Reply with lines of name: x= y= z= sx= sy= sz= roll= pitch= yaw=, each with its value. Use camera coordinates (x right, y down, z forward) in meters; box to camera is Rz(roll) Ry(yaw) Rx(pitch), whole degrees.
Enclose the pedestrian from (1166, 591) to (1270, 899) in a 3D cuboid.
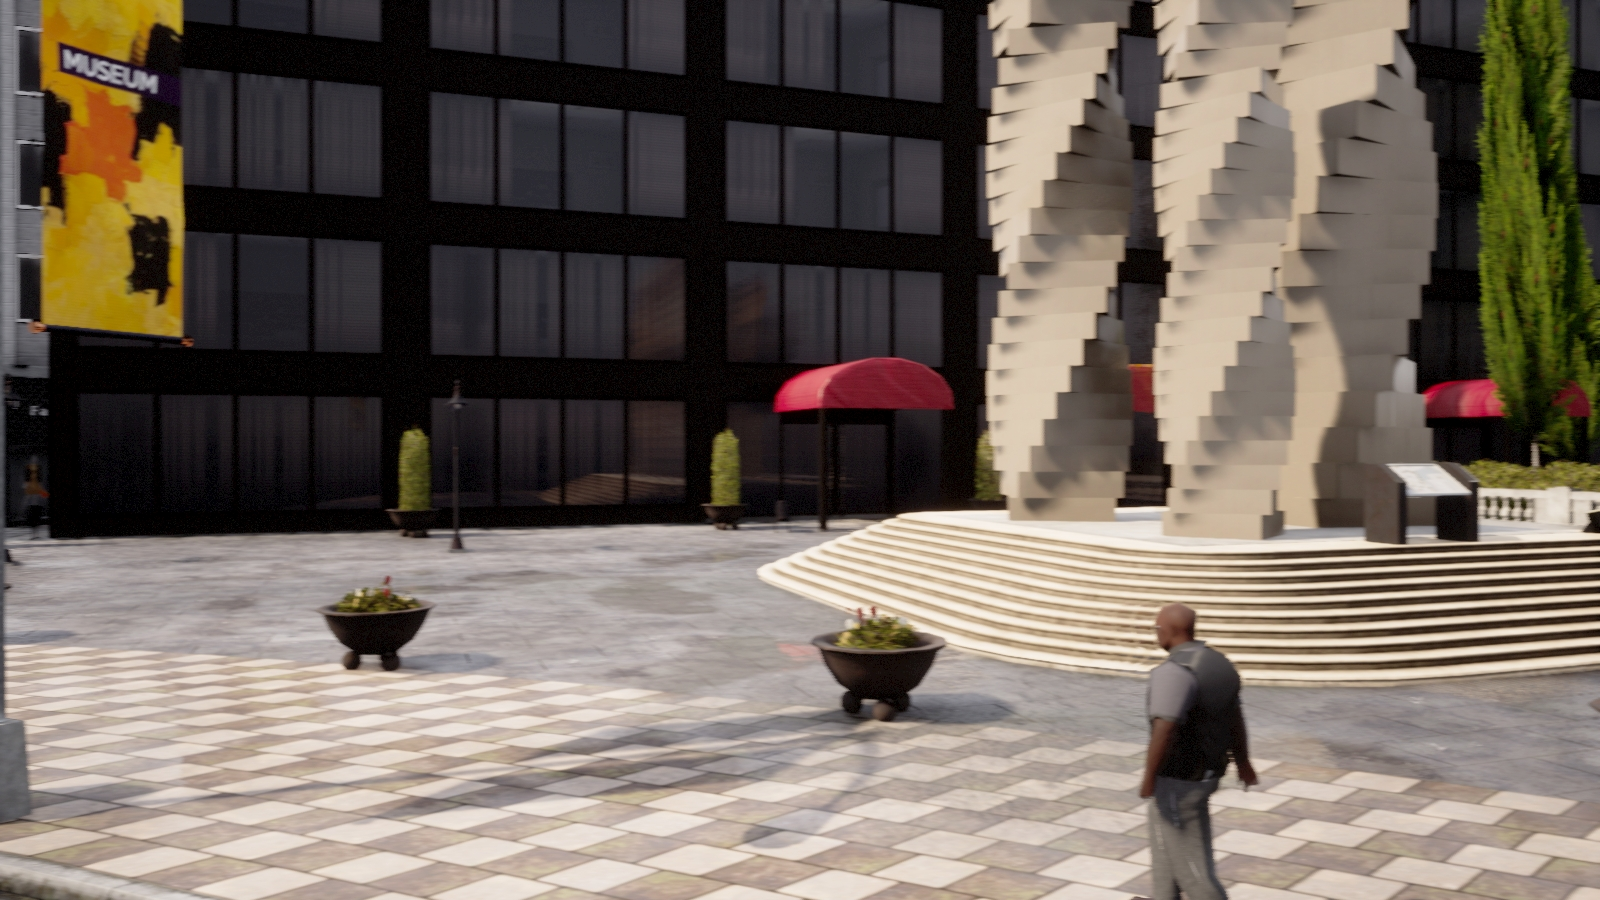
pedestrian: x=2.143 y=1.684 z=5.856 sx=0.375 sy=1.860 sz=0.375 roll=0 pitch=0 yaw=-45
